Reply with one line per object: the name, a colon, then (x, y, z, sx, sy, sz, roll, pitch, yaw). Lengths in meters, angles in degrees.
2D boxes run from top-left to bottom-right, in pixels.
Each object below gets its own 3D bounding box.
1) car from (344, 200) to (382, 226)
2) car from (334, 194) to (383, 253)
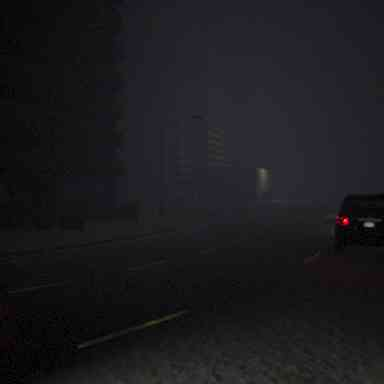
car: (11.225, 1.333, 22.079, 1.994, 1.385, 4.181, 0, 0, 24)
car: (6.762, 1.086, 12.538, 2.150, 2.045, 5.566, 0, 0, 29)
